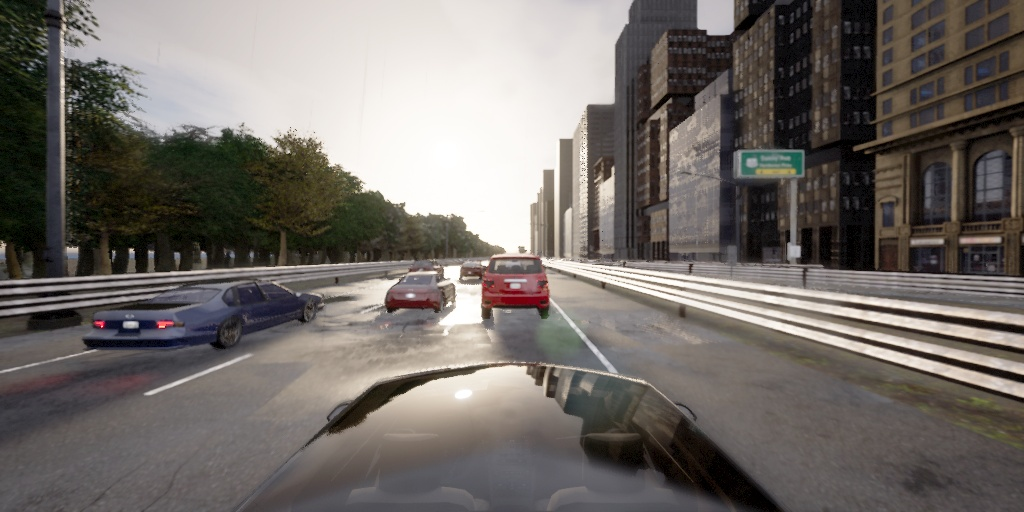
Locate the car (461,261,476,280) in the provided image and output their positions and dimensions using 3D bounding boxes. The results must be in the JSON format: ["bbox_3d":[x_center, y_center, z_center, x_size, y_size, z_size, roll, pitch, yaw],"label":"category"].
[{"bbox_3d":[-3.390,1.187,31.250,1.882,1.535,5.008,0,0,0],"label":"car"}]

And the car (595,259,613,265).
[{"bbox_3d":[13.823,1.214,54.602,2.033,1.649,4.856,0,0,-17],"label":"car"}]

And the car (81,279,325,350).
[{"bbox_3d":[-6.897,1.286,8.998,2.033,1.411,5.357,0,0,0],"label":"car"}]

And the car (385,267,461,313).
[{"bbox_3d":[-3.395,1.294,14.007,1.994,1.385,4.181,0,0,0],"label":"car"}]

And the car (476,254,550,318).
[{"bbox_3d":[0.105,0.953,13.073,2.150,2.045,5.566,0,0,0],"label":"car"}]

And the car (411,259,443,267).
[{"bbox_3d":[-6.889,1.063,29.417,2.097,1.767,4.553,0,0,0],"label":"car"}]
